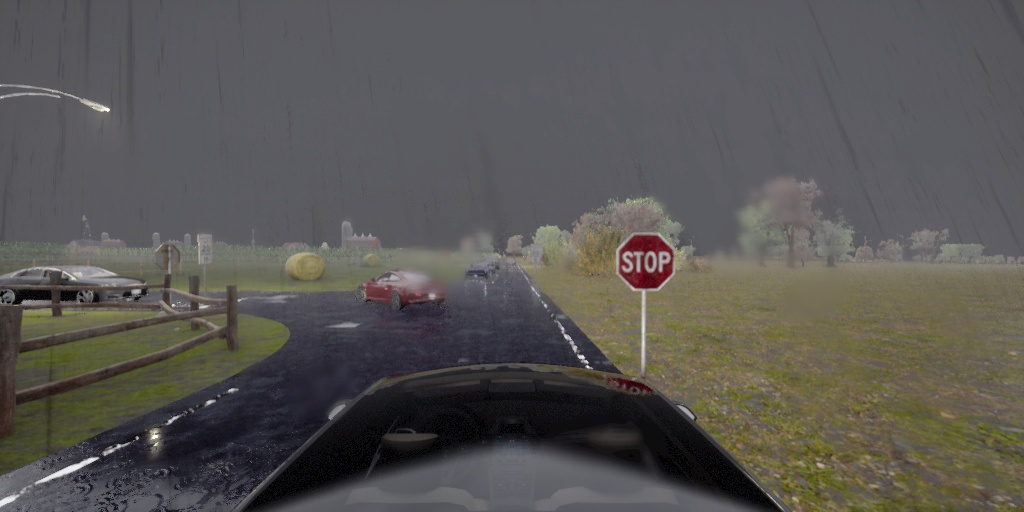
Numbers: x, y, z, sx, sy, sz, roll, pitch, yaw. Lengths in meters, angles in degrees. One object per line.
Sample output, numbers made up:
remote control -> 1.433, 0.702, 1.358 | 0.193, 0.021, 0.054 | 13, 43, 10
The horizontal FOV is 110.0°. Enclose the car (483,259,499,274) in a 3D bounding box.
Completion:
car -> -2.923, 1.305, 41.737 | 1.994, 1.385, 4.181 | 0, 0, 0

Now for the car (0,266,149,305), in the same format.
car -> -17.352, 1.140, 14.191 | 4.902, 1.511, 2.128 | 0, 1, -1

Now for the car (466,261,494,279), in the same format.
car -> -2.910, 1.340, 31.774 | 1.895, 1.301, 4.718 | 0, 0, 0

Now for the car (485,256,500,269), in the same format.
car -> -2.933, 0.968, 52.271 | 2.150, 2.045, 5.566 | 0, 0, 0

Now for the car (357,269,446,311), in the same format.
car -> -4.478, 1.255, 14.401 | 4.674, 1.442, 1.812 | 1, 1, 44
